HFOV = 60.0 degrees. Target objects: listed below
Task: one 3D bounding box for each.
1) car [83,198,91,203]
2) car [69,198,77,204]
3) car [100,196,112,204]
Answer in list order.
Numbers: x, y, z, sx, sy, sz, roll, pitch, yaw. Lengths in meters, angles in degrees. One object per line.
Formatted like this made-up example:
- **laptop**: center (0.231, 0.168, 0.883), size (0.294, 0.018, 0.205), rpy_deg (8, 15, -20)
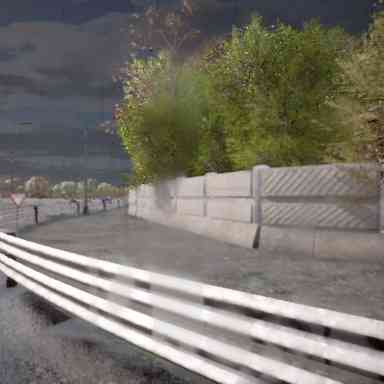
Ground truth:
- **car**: center (-27.243, 2.288, 86.174), size (1.812, 1.442, 4.674), rpy_deg (0, -1, -21)
- **car**: center (-30.573, 2.283, 85.096), size (1.837, 1.490, 4.892), rpy_deg (0, -1, -21)
- **car**: center (-22.302, 1.947, 86.259), size (2.150, 2.045, 5.566), rpy_deg (0, 0, -5)
